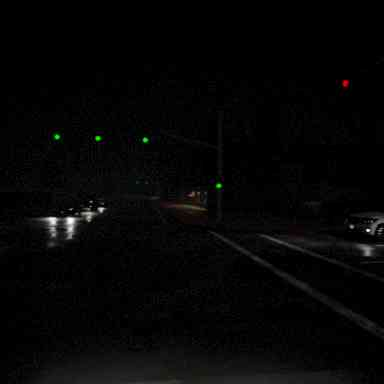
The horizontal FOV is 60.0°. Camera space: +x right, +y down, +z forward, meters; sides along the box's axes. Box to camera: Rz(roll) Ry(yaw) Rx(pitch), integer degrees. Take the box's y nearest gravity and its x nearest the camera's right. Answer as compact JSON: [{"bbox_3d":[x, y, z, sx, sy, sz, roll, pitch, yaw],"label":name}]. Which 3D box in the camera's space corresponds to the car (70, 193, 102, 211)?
[{"bbox_3d":[-13.095,1.254,41.445,2.150,2.045,5.566,1,0,-8],"label":"car"}]

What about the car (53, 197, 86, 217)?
[{"bbox_3d":[-11.795,1.527,31.775,1.812,1.442,4.674,1,0,-8],"label":"car"}]

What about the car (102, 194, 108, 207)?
[{"bbox_3d":[-14.406,1.288,51.565,2.150,2.045,5.566,1,0,-7],"label":"car"}]

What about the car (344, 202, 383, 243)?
[{"bbox_3d":[10.906,1.462,17.419,5.566,2.045,2.150,1,0,-8],"label":"car"}]
